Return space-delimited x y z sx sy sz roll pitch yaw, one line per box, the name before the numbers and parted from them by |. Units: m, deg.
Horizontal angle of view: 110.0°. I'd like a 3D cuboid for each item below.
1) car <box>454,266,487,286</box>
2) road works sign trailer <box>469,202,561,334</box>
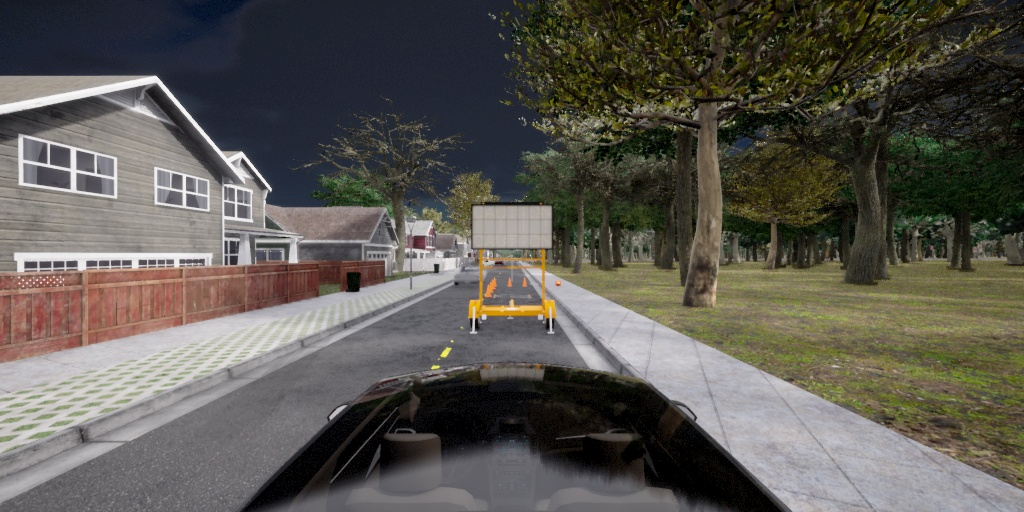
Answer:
car | -2.835 1.353 24.981 1.895 1.301 4.718 0 0 0
road works sign trailer | 0.008 0.214 10.633 2.380 3.560 2.880 0 0 0
